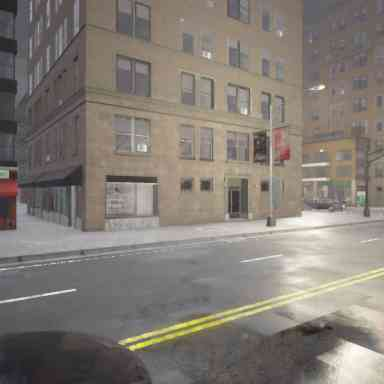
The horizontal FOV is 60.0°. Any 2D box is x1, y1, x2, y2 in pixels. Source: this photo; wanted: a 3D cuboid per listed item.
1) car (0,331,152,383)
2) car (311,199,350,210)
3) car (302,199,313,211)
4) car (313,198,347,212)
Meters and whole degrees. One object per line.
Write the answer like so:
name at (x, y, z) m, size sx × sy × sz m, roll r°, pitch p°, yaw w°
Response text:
car at (-2.405, 1.526, 1.727) m, size 4.674 × 1.442 × 1.812 m, roll 0°, pitch 0°, yaw -35°
car at (18.072, 1.578, 43.641) m, size 1.947 × 1.339 × 4.313 m, roll 0°, pitch 0°, yaw -35°
car at (11.517, 1.421, 39.014) m, size 1.967 × 1.590 × 4.097 m, roll 0°, pitch 0°, yaw -35°
car at (15.159, 1.484, 38.252) m, size 2.128 × 1.511 × 4.902 m, roll 0°, pitch 0°, yaw -35°
